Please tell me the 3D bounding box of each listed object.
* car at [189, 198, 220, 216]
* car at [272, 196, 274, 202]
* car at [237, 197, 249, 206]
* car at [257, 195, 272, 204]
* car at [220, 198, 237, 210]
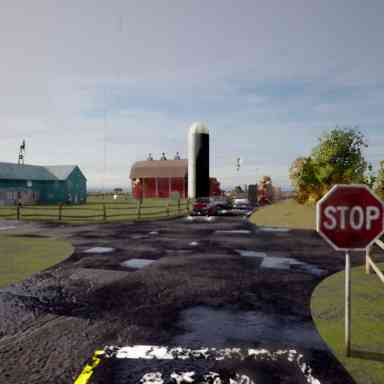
[{"bbox_3d":[1.128,1.349,32.345,2.097,1.767,4.553,0,0,13],"label":"car"},{"bbox_3d":[16.912,1.383,72.953,1.837,1.490,4.892,0,0,19],"label":"car"},{"bbox_3d":[8.496,1.528,56.861,1.812,1.442,4.674,0,0,18],"label":"car"},{"bbox_3d":[13.712,1.542,63.472,1.812,1.442,4.674,0,0,19],"label":"car"},{"bbox_3d":[4.097,1.546,43.601,2.033,1.411,5.357,0,0,17],"label":"car"}]
